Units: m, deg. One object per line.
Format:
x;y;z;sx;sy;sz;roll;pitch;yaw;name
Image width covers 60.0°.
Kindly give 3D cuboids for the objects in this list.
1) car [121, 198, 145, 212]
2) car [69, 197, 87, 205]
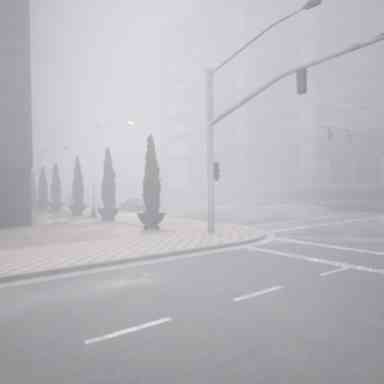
-5.919;1.365;35.838;1.895;1.301;4.718;-1;1;-36;car
-18.415;1.284;53.469;1.837;1.490;4.892;-1;0;-35;car
